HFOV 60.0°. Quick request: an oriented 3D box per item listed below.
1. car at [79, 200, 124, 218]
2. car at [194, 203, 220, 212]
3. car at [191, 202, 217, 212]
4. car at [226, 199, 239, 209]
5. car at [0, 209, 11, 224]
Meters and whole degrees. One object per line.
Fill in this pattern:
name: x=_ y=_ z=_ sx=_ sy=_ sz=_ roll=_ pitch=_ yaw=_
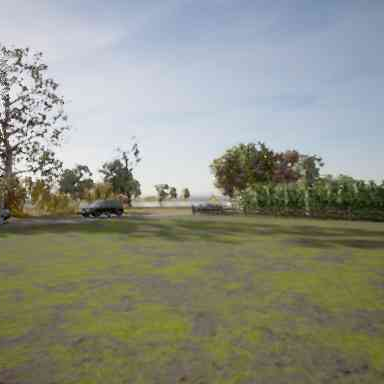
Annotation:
car: x=-10.530 y=1.954 z=39.326 sx=2.150 sy=2.045 sz=5.566 roll=-2 pitch=-1 yaw=35
car: x=2.385 y=2.488 z=52.640 sx=2.033 sy=1.411 sz=5.357 roll=-2 pitch=-2 yaw=36
car: x=2.135 y=2.559 z=57.169 sx=2.128 sy=1.511 sz=4.902 roll=-2 pitch=-2 yaw=35
car: x=8.341 y=2.323 z=61.211 sx=2.150 sy=2.045 sz=5.566 roll=-2 pitch=-2 yaw=35
car: x=-18.161 y=2.030 z=28.465 sx=2.128 sy=1.511 sz=4.902 roll=-2 pitch=-2 yaw=35
